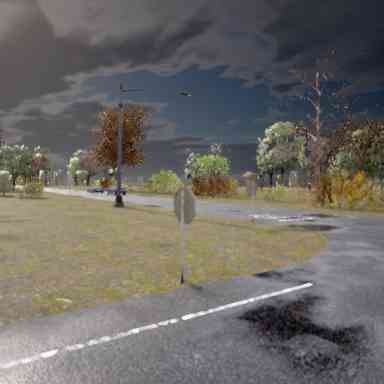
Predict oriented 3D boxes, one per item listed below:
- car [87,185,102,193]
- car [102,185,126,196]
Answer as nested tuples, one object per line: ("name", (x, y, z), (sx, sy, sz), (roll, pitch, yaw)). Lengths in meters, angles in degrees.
("car", (-17.495, -0.499, 59.939), (1.994, 1.385, 4.181), (0, 2, -36))
("car", (-11.912, -0.250, 52.137), (1.837, 1.490, 4.892), (0, 2, -36))
